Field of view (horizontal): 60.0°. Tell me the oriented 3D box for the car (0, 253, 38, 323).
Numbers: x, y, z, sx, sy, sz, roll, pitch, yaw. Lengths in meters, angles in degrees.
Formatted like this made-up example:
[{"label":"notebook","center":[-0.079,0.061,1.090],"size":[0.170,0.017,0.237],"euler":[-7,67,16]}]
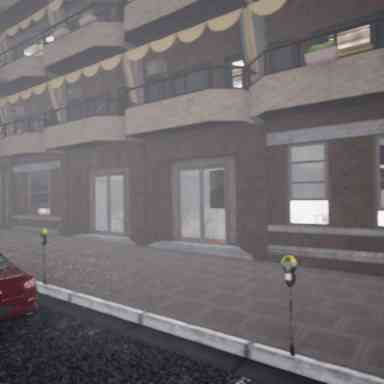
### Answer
[{"label":"car","center":[-4.456,1.598,6.068],"size":[4.206,1.307,1.802],"euler":[0,-1,36]}]
